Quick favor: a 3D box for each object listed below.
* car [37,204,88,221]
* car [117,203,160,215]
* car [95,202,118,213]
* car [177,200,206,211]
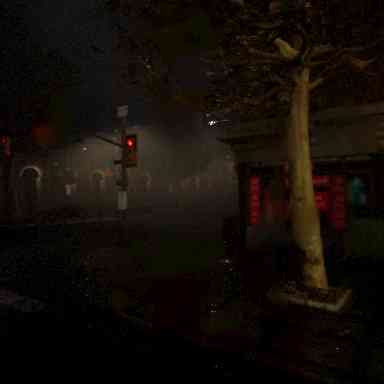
[{"bbox_3d":[-11.822,1.865,30.695,1.812,1.442,4.674,-1,-1,36],"label":"car"},{"bbox_3d":[-5.961,1.941,38.796,1.895,1.301,4.718,-1,-1,36],"label":"car"},{"bbox_3d":[-10.459,2.017,43.918,1.895,1.301,4.718,-1,-1,36],"label":"car"},{"bbox_3d":[0.076,1.887,47.100,2.033,1.411,5.357,-1,-1,36],"label":"car"}]
